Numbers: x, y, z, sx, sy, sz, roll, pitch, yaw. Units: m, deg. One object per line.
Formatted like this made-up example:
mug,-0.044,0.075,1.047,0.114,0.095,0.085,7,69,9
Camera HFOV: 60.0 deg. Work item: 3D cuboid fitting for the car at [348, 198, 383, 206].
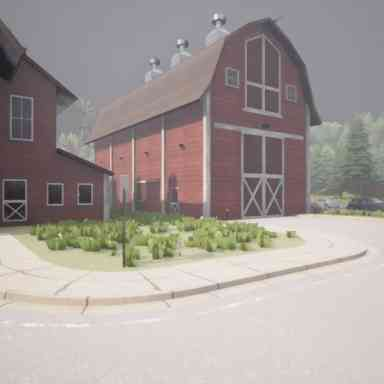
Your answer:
car,19.009,1.396,35.344,2.097,1.767,4.553,0,0,-34

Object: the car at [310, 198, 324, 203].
car,13.898,1.558,42.780,1.837,1.490,4.892,0,0,-34

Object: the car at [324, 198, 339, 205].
car,17.293,1.577,44.372,1.812,1.442,4.674,0,0,-35
